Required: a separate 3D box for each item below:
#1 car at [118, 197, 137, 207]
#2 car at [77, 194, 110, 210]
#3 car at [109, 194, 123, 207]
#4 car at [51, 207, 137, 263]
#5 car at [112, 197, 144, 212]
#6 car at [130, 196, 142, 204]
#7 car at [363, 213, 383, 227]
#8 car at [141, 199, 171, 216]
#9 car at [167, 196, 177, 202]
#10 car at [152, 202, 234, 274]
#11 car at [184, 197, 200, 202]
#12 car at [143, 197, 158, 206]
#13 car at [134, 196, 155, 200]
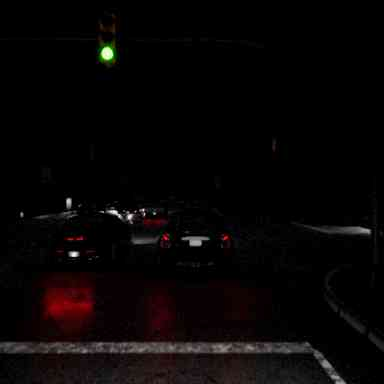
[{"bbox_3d":[-10.630,1.560,55.169,2.128,1.511,4.902,0,0,-1],"label":"car"},{"bbox_3d":[-10.618,1.419,35.505,2.097,1.767,4.553,0,0,0],"label":"car"},{"bbox_3d":[-10.592,1.300,44.947,2.150,2.045,5.566,0,0,0],"label":"car"},{"bbox_3d":[-3.407,1.529,12.013,1.837,1.490,4.892,0,0,0],"label":"car"},{"bbox_3d":[-7.119,1.618,37.646,2.033,1.411,5.357,0,0,0],"label":"car"},{"bbox_3d":[-10.953,1.559,65.391,1.812,1.442,4.674,0,0,-2],"label":"car"},{"bbox_3d":[13.772,1.587,20.860,5.357,1.411,2.033,0,0,-3],"label":"car"},{"bbox_3d":[-3.422,1.662,32.532,1.895,1.301,4.718,0,0,0],"label":"car"},{"bbox_3d":[-4.023,1.505,67.022,1.882,1.535,5.008,0,0,-4],"label":"car"},{"bbox_3d":[0.093,1.371,10.838,2.097,1.767,4.553,0,0,0],"label":"car"},{"bbox_3d":[0.078,1.552,31.917,2.128,1.511,4.902,0,0,0],"label":"car"},{"bbox_3d":[-7.196,1.608,58.142,2.033,1.411,5.357,0,0,-1],"label":"car"},{"bbox_3d":[-7.079,1.625,47.715,2.033,1.411,5.357,0,0,1],"label":"car"}]
